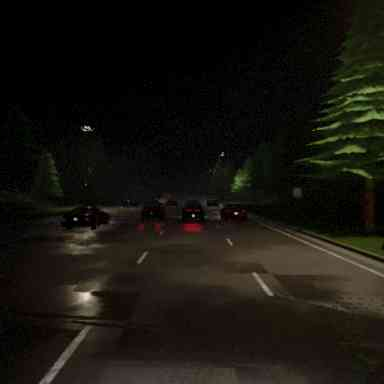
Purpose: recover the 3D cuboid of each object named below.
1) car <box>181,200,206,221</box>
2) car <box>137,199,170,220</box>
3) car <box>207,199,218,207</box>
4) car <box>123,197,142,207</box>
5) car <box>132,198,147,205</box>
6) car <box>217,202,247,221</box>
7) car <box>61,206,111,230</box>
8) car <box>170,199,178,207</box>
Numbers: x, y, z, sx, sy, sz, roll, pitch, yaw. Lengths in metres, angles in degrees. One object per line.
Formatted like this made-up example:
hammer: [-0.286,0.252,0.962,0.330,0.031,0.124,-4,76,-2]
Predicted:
car: [0.104,1.656,28.738,1.837,1.490,4.892,0,-1,0]
car: [-3.394,1.638,30.220,1.882,1.535,5.008,0,-1,0]
car: [3.511,1.903,56.900,1.895,1.301,4.718,0,0,0]
car: [-10.489,1.655,57.261,2.097,1.767,4.553,0,0,0]
car: [-10.488,1.845,66.937,2.033,1.411,5.357,0,0,0]
car: [3.607,1.719,29.235,1.994,1.385,4.181,0,0,0]
car: [-6.897,1.665,22.185,2.033,1.411,5.357,0,0,0]
car: [-3.489,1.868,57.330,1.994,1.385,4.181,0,0,0]
